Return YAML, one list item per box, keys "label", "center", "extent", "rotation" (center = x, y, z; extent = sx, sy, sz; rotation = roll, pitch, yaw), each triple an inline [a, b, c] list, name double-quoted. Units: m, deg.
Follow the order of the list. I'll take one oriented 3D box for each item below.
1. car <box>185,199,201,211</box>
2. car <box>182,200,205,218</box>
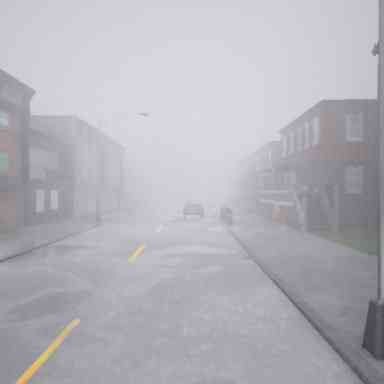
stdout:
- label: "car"
  center: [0.159, 1.590, 41.487]
  extent: [1.895, 1.301, 4.718]
  rotation: [0, 0, 0]
- label: "car"
  center: [0.142, 1.484, 29.828]
  extent: [2.128, 1.511, 4.902]
  rotation: [0, 0, 0]
